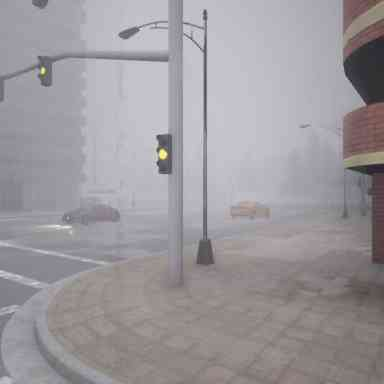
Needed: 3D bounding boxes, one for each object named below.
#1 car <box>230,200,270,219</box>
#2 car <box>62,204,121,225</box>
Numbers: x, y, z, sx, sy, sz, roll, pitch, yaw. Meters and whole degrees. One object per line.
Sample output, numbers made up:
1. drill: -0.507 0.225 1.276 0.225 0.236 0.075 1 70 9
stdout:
1. car: 5.131 1.478 28.964 1.882 1.535 5.008 0 0 36
2. car: -7.213 1.564 24.116 1.994 1.385 4.181 0 0 36
